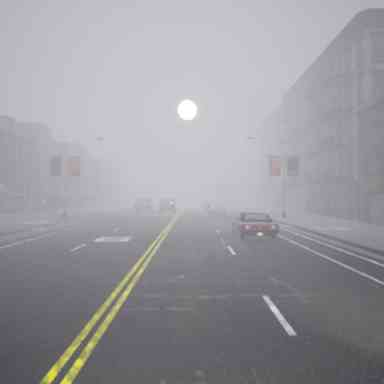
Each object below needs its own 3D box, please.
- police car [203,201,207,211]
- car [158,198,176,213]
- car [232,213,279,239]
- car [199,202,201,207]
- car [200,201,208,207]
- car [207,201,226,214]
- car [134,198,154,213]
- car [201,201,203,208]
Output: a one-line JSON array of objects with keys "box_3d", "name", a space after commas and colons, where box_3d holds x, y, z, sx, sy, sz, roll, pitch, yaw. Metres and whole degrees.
[{"box_3d": [3.199, 2.193, 53.451, 1.930, 1.638, 5.238, 0, -1, 0], "name": "police car"}, {"box_3d": [-3.377, 1.829, 46.221, 2.150, 2.045, 5.566, 0, -2, 0], "name": "car"}, {"box_3d": [3.338, 1.789, 18.463, 1.895, 1.301, 4.718, 0, -1, 0], "name": "car"}, {"box_3d": [3.178, 2.843, 75.334, 1.994, 1.385, 4.181, 0, -1, 0], "name": "car"}, {"box_3d": [3.167, 3.073, 86.336, 1.882, 1.535, 5.008, 0, -2, 0], "name": "car"}, {"box_3d": [3.210, 2.046, 42.340, 1.812, 1.442, 4.674, 0, -1, 0], "name": "car"}, {"box_3d": [-6.626, 1.838, 46.638, 2.150, 2.045, 5.566, 0, -2, 0], "name": "car"}, {"box_3d": [3.189, 2.490, 64.337, 1.882, 1.535, 5.008, 0, -1, 0], "name": "car"}]
